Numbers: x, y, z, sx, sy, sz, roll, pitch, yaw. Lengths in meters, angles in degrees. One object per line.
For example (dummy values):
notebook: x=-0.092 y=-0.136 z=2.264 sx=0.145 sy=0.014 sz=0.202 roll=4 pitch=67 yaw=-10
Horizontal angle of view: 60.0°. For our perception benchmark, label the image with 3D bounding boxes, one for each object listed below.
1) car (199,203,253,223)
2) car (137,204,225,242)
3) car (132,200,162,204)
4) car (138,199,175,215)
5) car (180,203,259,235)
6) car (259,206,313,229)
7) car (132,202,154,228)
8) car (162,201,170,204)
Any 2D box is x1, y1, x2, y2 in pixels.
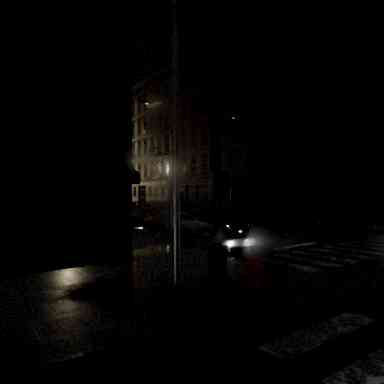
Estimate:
car: x=2.565 y=1.578 z=25.910 sx=1.802 sy=1.307 sz=4.206 roll=0 pitch=0 yaw=-35
car: x=-0.741 y=1.555 z=16.715 sx=1.752 sy=1.417 sz=4.829 roll=0 pitch=0 yaw=-35
car: x=-4.771 y=1.517 z=26.755 sx=2.128 sy=1.511 sz=4.902 roll=0 pitch=0 yaw=-35
car: x=-3.811 y=1.529 z=34.867 sx=1.752 sy=1.417 sz=4.829 roll=0 pitch=0 yaw=-35
car: x=0.984 y=1.566 z=18.713 sx=2.033 sy=1.411 sz=5.357 roll=0 pitch=0 yaw=-32
car: x=5.704 y=1.558 z=21.500 sx=1.947 sy=1.339 sz=4.313 roll=0 pitch=0 yaw=-35
car: x=-3.978 y=1.585 z=21.264 sx=2.008 sy=1.369 sz=4.403 roll=0 pitch=0 yaw=-35
car: x=-3.373 y=1.518 z=29.836 sx=1.837 sy=1.490 sz=4.892 roll=0 pitch=0 yaw=-35
